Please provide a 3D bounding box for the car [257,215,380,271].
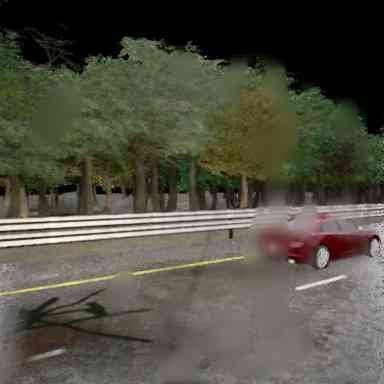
[{"bbox_3d":[4.383,1.499,11.152,5.008,1.535,1.882,0,0,-35],"label":"car"}]
